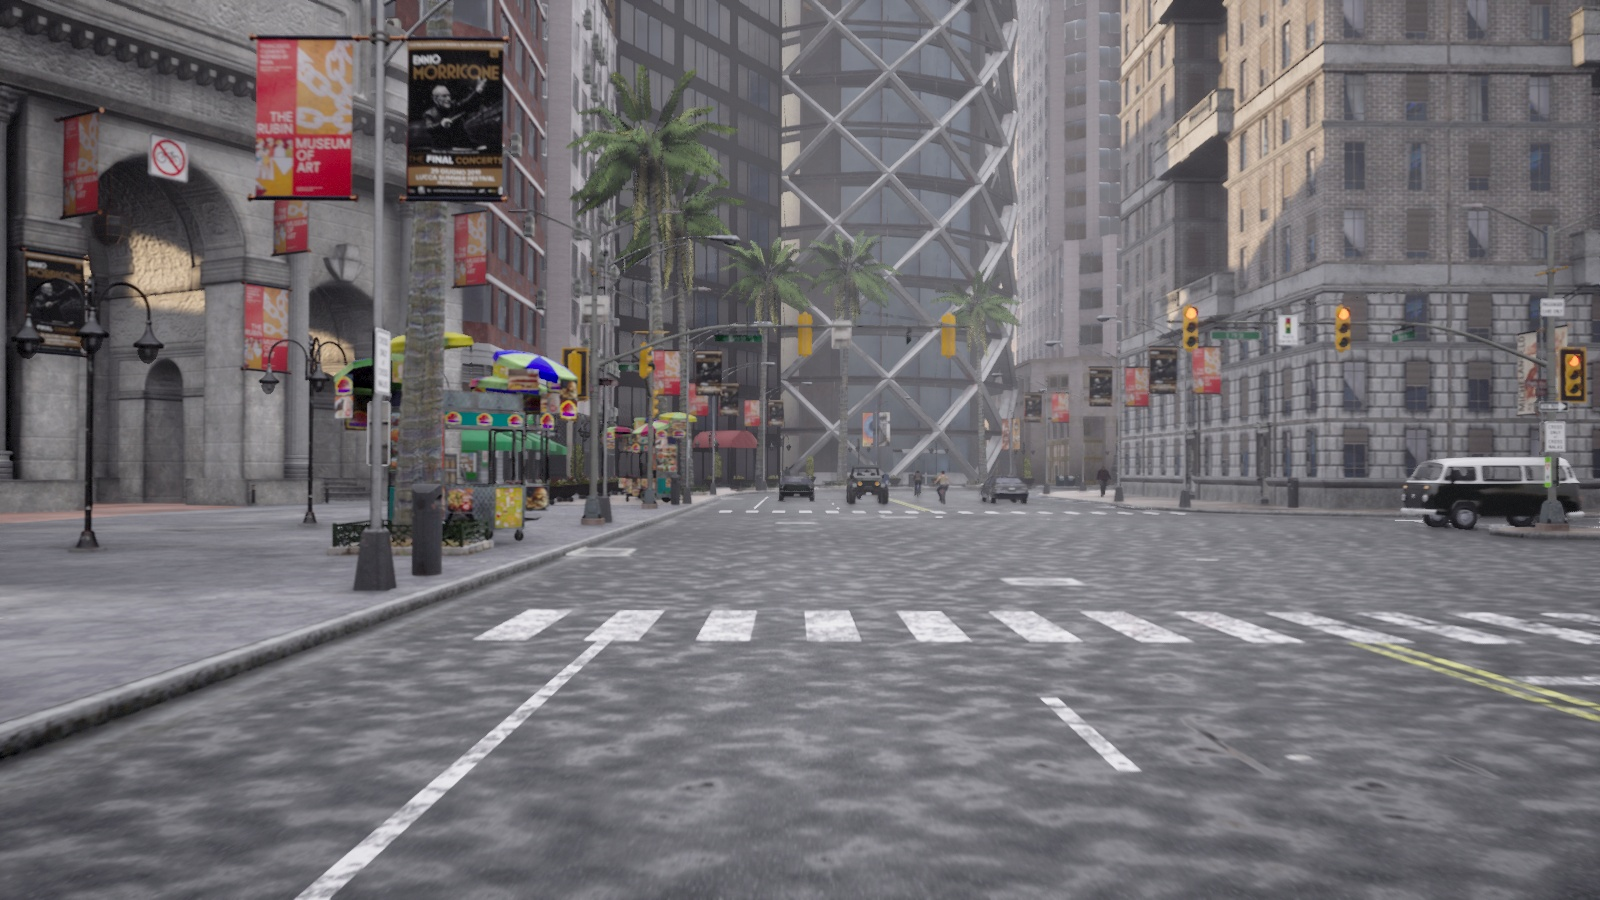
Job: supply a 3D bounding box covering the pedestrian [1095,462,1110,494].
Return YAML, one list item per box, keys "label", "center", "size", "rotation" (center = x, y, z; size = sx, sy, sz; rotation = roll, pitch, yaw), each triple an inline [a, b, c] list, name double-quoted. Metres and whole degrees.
- label: "pedestrian"
  center: [17.198, 1.594, 71.326]
  size: [0.634, 1.844, 0.899]
  rotation: [0, -1, 2]

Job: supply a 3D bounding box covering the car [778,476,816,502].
- label: "car"
  center: [-0.161, 2.024, 66.357]
  size: [1.895, 1.301, 4.718]
  rotation: [0, -1, 0]

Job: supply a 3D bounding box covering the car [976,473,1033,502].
- label: "car"
  center: [10.345, 1.889, 63.946]
  size: [2.033, 1.411, 5.357]
  rotation: [0, -1, 0]

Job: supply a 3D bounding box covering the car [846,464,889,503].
- label: "car"
  center: [3.282, 1.628, 61.686]
  size: [1.905, 1.878, 3.866]
  rotation: [0, -1, 0]

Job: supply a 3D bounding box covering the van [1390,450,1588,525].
- label: "van"
  center: [19.473, 1.055, 35.641]
  size: [4.480, 2.038, 2.069]
  rotation: [0, -1, -1]
